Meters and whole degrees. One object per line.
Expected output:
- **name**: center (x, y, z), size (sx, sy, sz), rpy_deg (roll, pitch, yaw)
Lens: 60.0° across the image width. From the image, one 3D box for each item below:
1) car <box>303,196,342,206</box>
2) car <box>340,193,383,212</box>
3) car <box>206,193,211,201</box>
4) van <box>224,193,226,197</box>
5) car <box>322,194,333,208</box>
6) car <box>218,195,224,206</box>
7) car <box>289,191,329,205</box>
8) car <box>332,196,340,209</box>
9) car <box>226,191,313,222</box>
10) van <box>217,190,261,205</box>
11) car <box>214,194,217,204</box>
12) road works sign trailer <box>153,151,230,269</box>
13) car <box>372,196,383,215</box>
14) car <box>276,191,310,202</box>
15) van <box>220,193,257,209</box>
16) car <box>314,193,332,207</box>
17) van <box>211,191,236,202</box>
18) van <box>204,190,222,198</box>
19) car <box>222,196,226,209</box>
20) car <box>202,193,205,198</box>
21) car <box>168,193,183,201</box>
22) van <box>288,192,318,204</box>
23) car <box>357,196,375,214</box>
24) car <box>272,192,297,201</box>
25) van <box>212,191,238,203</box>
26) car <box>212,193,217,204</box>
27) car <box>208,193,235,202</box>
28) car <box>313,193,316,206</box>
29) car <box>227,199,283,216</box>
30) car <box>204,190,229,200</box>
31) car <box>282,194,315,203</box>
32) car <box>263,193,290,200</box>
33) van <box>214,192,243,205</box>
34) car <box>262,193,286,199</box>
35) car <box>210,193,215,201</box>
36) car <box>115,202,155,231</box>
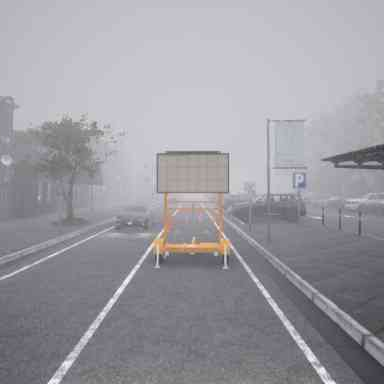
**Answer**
- **car**: center (18.764, 1.281, 48.014), size (4.792, 1.488, 2.163), rpy_deg (0, 1, 0)
- **car**: center (18.740, 1.096, 34.128), size (5.566, 2.045, 2.435), rpy_deg (0, 0, 0)
- **car**: center (5.609, 0.911, 55.742), size (5.566, 2.045, 2.435), rpy_deg (0, 1, 0)
- **van**: center (5.807, 1.125, 33.310), size (4.442, 1.987, 1.878), rpy_deg (0, 0, 0)
- **car**: center (18.750, 1.317, 39.682), size (5.008, 1.535, 2.097), rpy_deg (0, 0, 0)
- **car**: center (5.679, 1.336, 36.114), size (5.008, 1.535, 2.097), rpy_deg (0, 0, 0)
- **car**: center (18.750, 0.940, 53.562), size (5.566, 2.045, 2.435), rpy_deg (0, 1, 0)
- **car**: center (18.756, 1.335, 36.904), size (4.892, 1.521, 2.231), rpy_deg (0, 0, 0)
- **car**: center (5.682, 1.141, 24.900), size (5.566, 2.045, 2.435), rpy_deg (0, 0, 0)
- **van**: center (5.561, 1.095, 38.920), size (4.442, 1.987, 1.878), rpy_deg (0, 0, 0)
- **car**: center (5.693, 1.312, 44.526), size (4.792, 1.488, 2.163), rpy_deg (0, 0, 0)
- **road works sign trailer**: center (0.036, 0.441, 11.128), size (2.380, 3.560, 2.880), rpy_deg (0, 0, 2)
- **car**: center (18.787, 1.375, 28.578), size (5.008, 1.535, 2.097), rpy_deg (0, 0, 0)
- **car**: center (18.731, 0.833, 61.889), size (5.566, 2.045, 2.435), rpy_deg (0, 1, 0)
- **van**: center (5.787, 1.076, 41.722), size (4.442, 1.987, 1.878), rpy_deg (0, 0, 0)
- **car**: center (18.933, 1.295, 42.459), size (5.366, 1.575, 1.946), rpy_deg (0, 0, 0)
- **van**: center (5.740, 0.865, 61.349), size (4.442, 1.987, 1.878), rpy_deg (0, 1, 0)
- **van**: center (5.447, 0.540, 86.576), size (4.442, 1.987, 1.878), rpy_deg (0, 1, 0)
- **car**: center (5.519, 1.376, 27.704), size (5.366, 1.575, 1.946), rpy_deg (0, 0, 0)
- **car**: center (5.568, 0.695, 72.561), size (5.566, 2.045, 2.435), rpy_deg (0, 1, 0)
- **car**: center (-3.371, 1.141, 61.959), size (2.033, 1.411, 5.357), rpy_deg (0, 1, 1)
- **van**: center (18.832, 0.930, 56.339), size (4.442, 1.987, 1.878), rpy_deg (0, 1, 0)
- **car**: center (18.780, 1.361, 31.354), size (5.008, 1.535, 2.097), rpy_deg (0, 0, 0)
- **car**: center (18.720, 0.888, 67.442), size (4.553, 1.767, 2.185), rpy_deg (0, 1, 0)
- **van**: center (5.747, 0.901, 58.546), size (4.442, 1.987, 1.878), rpy_deg (0, 1, 0)
- **car**: center (5.654, 1.297, 47.334), size (4.674, 1.452, 2.002), rpy_deg (0, 1, 0)
- **car**: center (5.610, 1.055, 64.155), size (4.892, 1.521, 2.231), rpy_deg (0, 1, 0)
- **car**: center (18.712, 1.309, 45.231), size (4.792, 1.488, 2.163), rpy_deg (0, 1, 0)
- **car**: center (5.700, 1.405, 30.508), size (4.674, 1.452, 2.002), rpy_deg (0, 0, 0)
- **car**: center (5.562, 0.658, 75.364), size (5.566, 2.045, 2.435), rpy_deg (0, 1, 0)
- **car**: center (18.895, 1.117, 59.116), size (5.366, 1.575, 1.946), rpy_deg (0, 1, 0)
- **car**: center (18.490, 0.939, 72.993), size (5.366, 1.575, 1.946), rpy_deg (0, 1, 0)
- **van**: center (5.760, 0.972, 52.942), size (4.442, 1.987, 1.878), rpy_deg (0, 1, 0)
- **car**: center (18.674, 0.907, 75.770), size (4.892, 1.521, 2.231), rpy_deg (0, 1, 0)
- **car**: center (5.657, 1.229, 50.137), size (4.892, 1.521, 2.231), rpy_deg (0, 1, 0)
- **car**: center (-3.370, 1.435, 20.372), size (1.837, 1.490, 4.892), rpy_deg (0, 0, 0)
